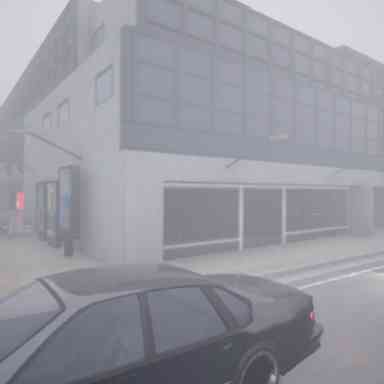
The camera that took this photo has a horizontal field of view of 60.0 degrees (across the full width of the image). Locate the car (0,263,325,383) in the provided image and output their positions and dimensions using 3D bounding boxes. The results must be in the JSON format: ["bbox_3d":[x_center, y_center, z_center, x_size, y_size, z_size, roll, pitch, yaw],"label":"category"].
[{"bbox_3d":[-0.903,1.539,3.356,5.357,1.411,2.033,0,0,-35],"label":"car"}]
